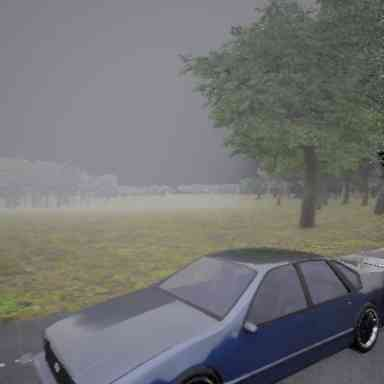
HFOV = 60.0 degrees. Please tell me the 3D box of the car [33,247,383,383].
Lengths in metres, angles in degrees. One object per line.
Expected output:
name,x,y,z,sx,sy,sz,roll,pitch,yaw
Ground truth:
car,0.856,1.538,4.579,5.357,1.411,2.033,0,0,-35
